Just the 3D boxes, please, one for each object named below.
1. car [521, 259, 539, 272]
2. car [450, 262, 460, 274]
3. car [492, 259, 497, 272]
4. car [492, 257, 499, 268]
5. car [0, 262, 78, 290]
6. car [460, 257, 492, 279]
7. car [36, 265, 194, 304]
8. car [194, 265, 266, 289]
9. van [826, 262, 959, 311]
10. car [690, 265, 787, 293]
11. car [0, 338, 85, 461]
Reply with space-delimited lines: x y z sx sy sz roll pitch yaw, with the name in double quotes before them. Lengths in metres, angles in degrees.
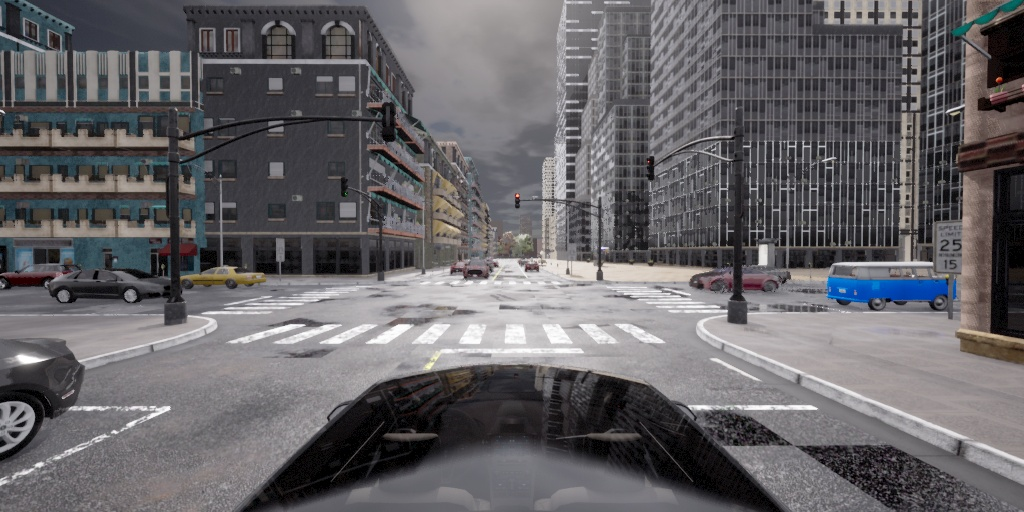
"car" 2.518 1.289 45.989 1.888 1.381 4.507 0 0 0
"car" -5.811 1.289 40.256 1.888 1.381 4.507 0 0 0
"car" -3.228 1.345 43.687 1.895 1.301 4.718 0 0 0
"car" -3.253 1.347 60.992 1.895 1.301 4.718 0 0 0
"car" -28.843 1.189 22.081 4.097 1.591 1.967 0 0 0
"car" -3.171 1.097 32.539 2.097 1.767 4.553 0 0 -1
"car" -17.899 1.312 16.331 4.892 1.490 1.837 0 1 0
"car" -17.945 1.246 22.134 4.829 1.417 1.751 0 0 0
"van" 14.653 1.116 13.910 3.998 1.789 1.690 0 0 0
"car" 12.155 1.256 19.753 4.181 1.385 1.994 0 1 2
"car" -5.690 1.300 2.190 2.007 1.370 4.403 0 0 0
